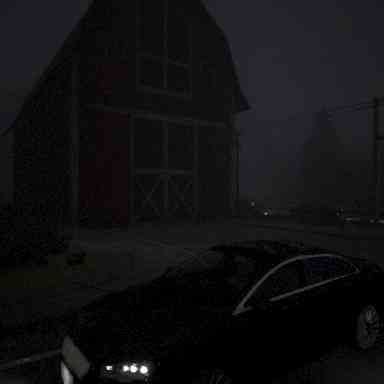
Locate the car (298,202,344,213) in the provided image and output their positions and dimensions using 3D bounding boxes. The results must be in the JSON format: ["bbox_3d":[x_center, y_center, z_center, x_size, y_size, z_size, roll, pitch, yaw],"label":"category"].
[{"bbox_3d":[11.246,1.626,30.182,1.895,1.301,4.718,0,0,-34],"label":"car"}]

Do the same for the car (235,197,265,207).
[{"bbox_3d":[6.142,1.377,37.624,2.097,1.767,4.553,0,0,-34],"label":"car"}]

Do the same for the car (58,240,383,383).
[{"bbox_3d":[0.811,1.493,4.576,4.902,1.511,2.128,0,0,-36],"label":"car"}]
